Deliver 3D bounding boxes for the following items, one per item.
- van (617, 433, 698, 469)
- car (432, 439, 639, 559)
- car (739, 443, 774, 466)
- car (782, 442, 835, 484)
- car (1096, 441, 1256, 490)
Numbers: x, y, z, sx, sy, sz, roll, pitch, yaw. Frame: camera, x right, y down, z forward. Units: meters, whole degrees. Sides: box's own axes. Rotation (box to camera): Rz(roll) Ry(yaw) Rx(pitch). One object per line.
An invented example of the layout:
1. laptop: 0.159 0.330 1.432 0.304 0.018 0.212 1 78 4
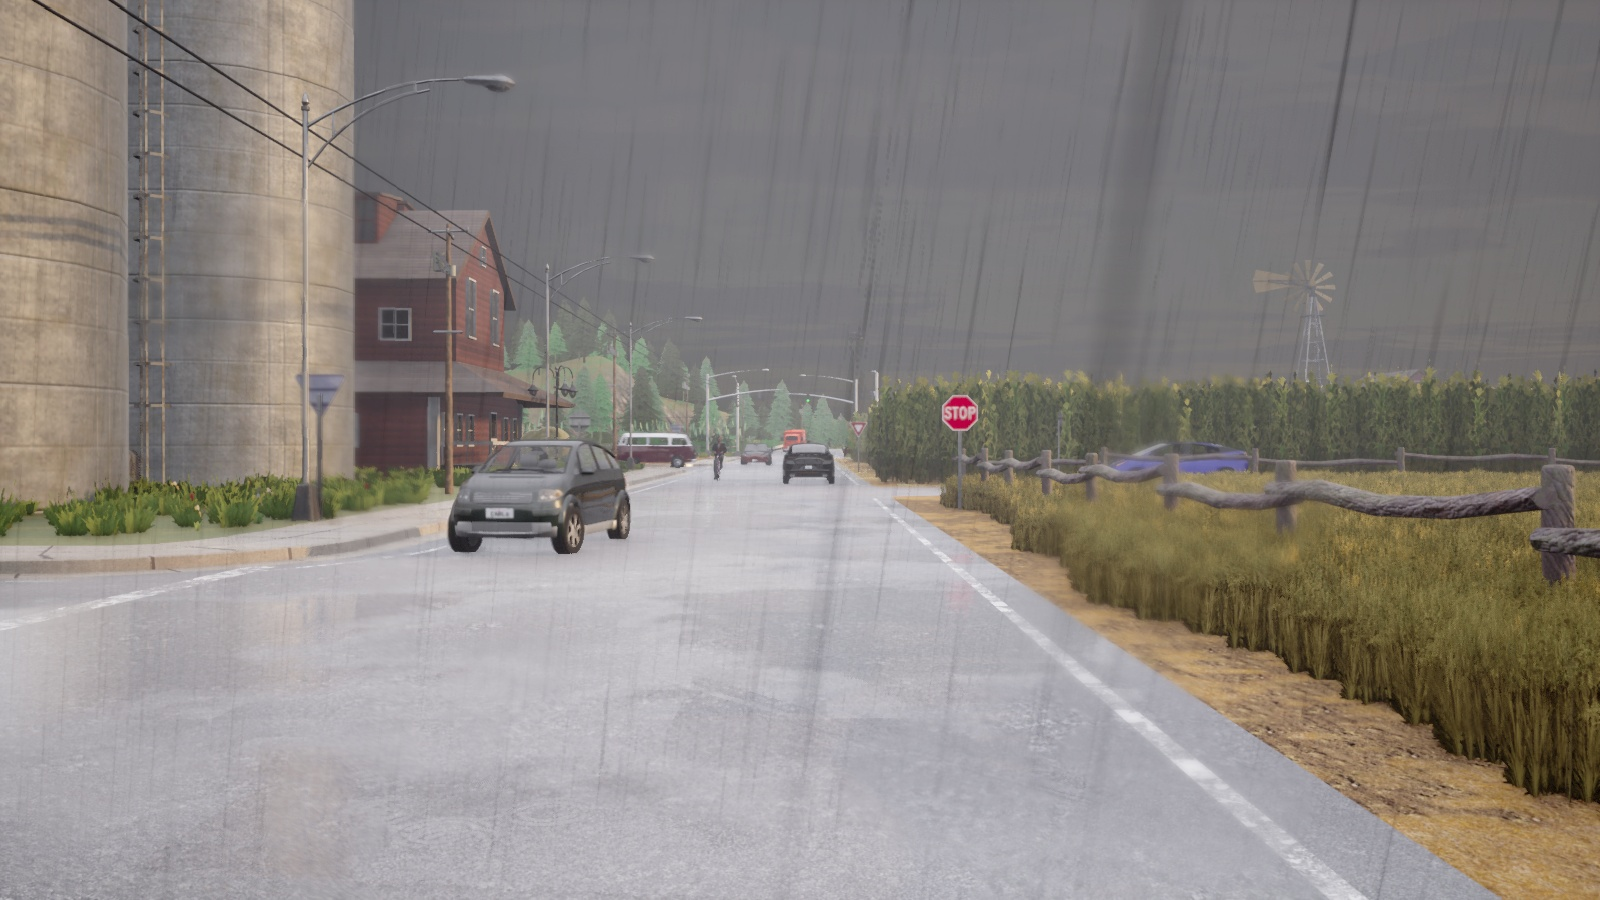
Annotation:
1. van: -8.034 0.041 71.141 4.480 2.038 2.069 0 1 -3
2. car: -3.677 0.620 18.127 1.789 1.549 3.705 0 0 8
3. car: -2.928 0.265 84.818 2.163 1.488 4.792 0 0 0
4. car: 0.328 0.455 47.712 1.882 1.535 5.008 0 0 0
5. car: 11.994 0.476 40.265 4.514 1.525 2.007 0 0 0
